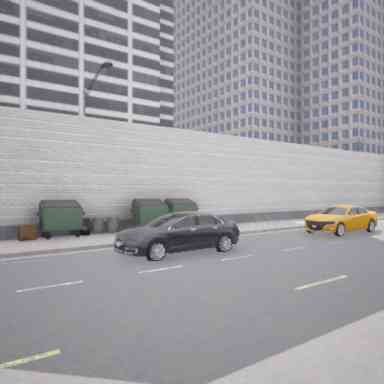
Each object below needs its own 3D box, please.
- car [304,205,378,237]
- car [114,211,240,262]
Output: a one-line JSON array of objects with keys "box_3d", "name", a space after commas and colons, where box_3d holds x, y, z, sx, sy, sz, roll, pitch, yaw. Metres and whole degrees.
[{"box_3d": [8.232, 1.472, 18.288, 5.008, 1.535, 1.882, 0, 0, -35], "name": "car"}, {"box_3d": [-0.417, 1.504, 12.237, 4.892, 1.490, 1.837, 0, 0, -35], "name": "car"}]
